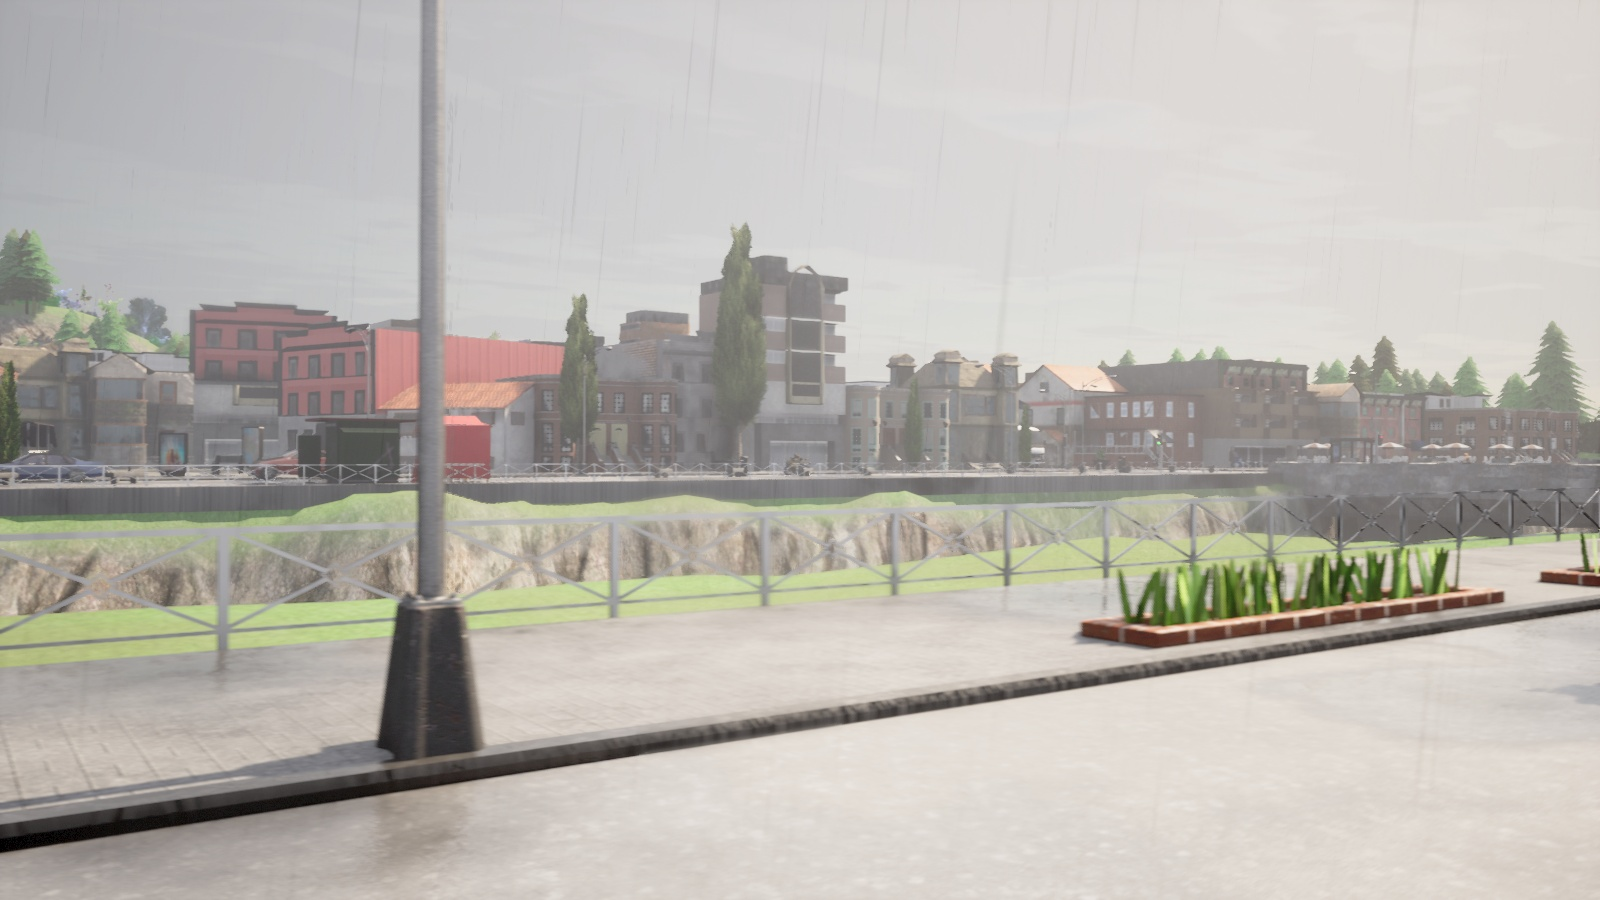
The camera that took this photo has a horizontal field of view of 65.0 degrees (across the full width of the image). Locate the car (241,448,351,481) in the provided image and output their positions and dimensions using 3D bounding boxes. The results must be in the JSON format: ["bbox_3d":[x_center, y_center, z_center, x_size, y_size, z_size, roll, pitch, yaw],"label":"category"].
[{"bbox_3d":[-26.426,0.741,65.926,5.027,1.651,2.152,0,0,-35],"label":"car"}]

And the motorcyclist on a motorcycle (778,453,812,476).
[{"bbox_3d":[-0.348,0.987,84.087,2.191,1.530,0.866,0,0,-35],"label":"motorcyclist on a motorcycle"}]

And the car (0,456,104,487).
[{"bbox_3d":[-35.990,1.014,59.264,5.357,1.411,2.033,0,0,-35],"label":"car"}]

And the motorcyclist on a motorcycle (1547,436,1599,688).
[{"bbox_3d":[5.861,0.706,8.347,1.817,1.590,0.866,0,0,-35],"label":"motorcyclist on a motorcycle"}]
